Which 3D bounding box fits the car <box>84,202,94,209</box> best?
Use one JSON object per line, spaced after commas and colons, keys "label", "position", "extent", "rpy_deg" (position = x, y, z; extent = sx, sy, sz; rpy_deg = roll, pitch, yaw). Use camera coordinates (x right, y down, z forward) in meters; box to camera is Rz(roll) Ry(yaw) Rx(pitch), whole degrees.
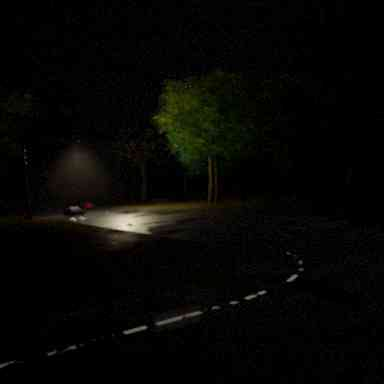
{"label": "car", "position": [-20.640, 2.695, 64.963], "extent": [1.994, 1.385, 4.181], "rpy_deg": [-4, 1, -36]}

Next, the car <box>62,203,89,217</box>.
{"label": "car", "position": [-17.099, 2.756, 47.815], "extent": [2.033, 1.411, 5.357], "rpy_deg": [-4, 1, -36]}

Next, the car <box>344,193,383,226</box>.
{"label": "car", "position": [11.964, 0.993, 19.632], "extent": [2.150, 2.045, 5.566], "rpy_deg": [-4, 0, -36]}
